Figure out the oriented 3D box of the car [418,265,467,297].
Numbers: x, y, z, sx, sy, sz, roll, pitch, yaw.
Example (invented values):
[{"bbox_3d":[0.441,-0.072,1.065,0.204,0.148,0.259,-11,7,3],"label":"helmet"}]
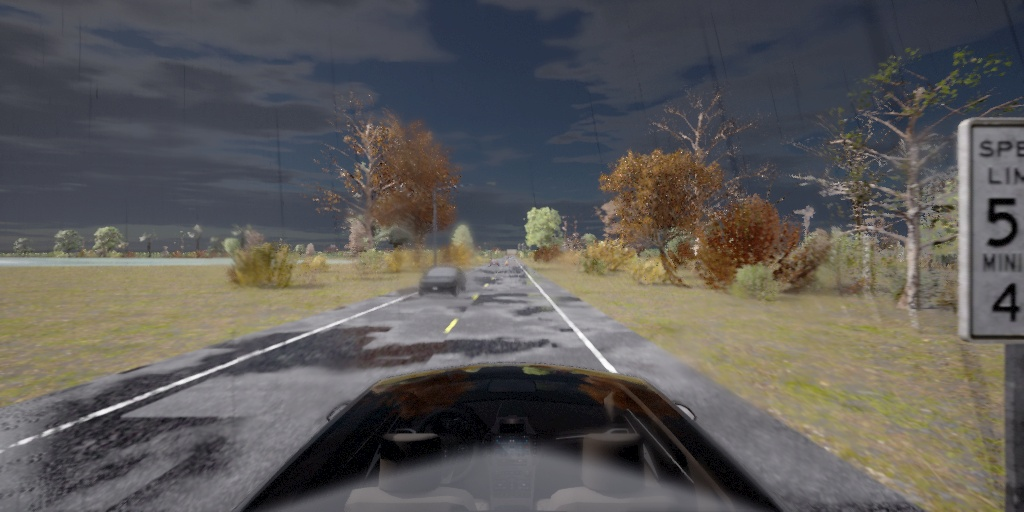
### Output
[{"bbox_3d":[-3.600,1.260,19.276,1.882,1.535,5.008,0,0,0],"label":"car"}]
